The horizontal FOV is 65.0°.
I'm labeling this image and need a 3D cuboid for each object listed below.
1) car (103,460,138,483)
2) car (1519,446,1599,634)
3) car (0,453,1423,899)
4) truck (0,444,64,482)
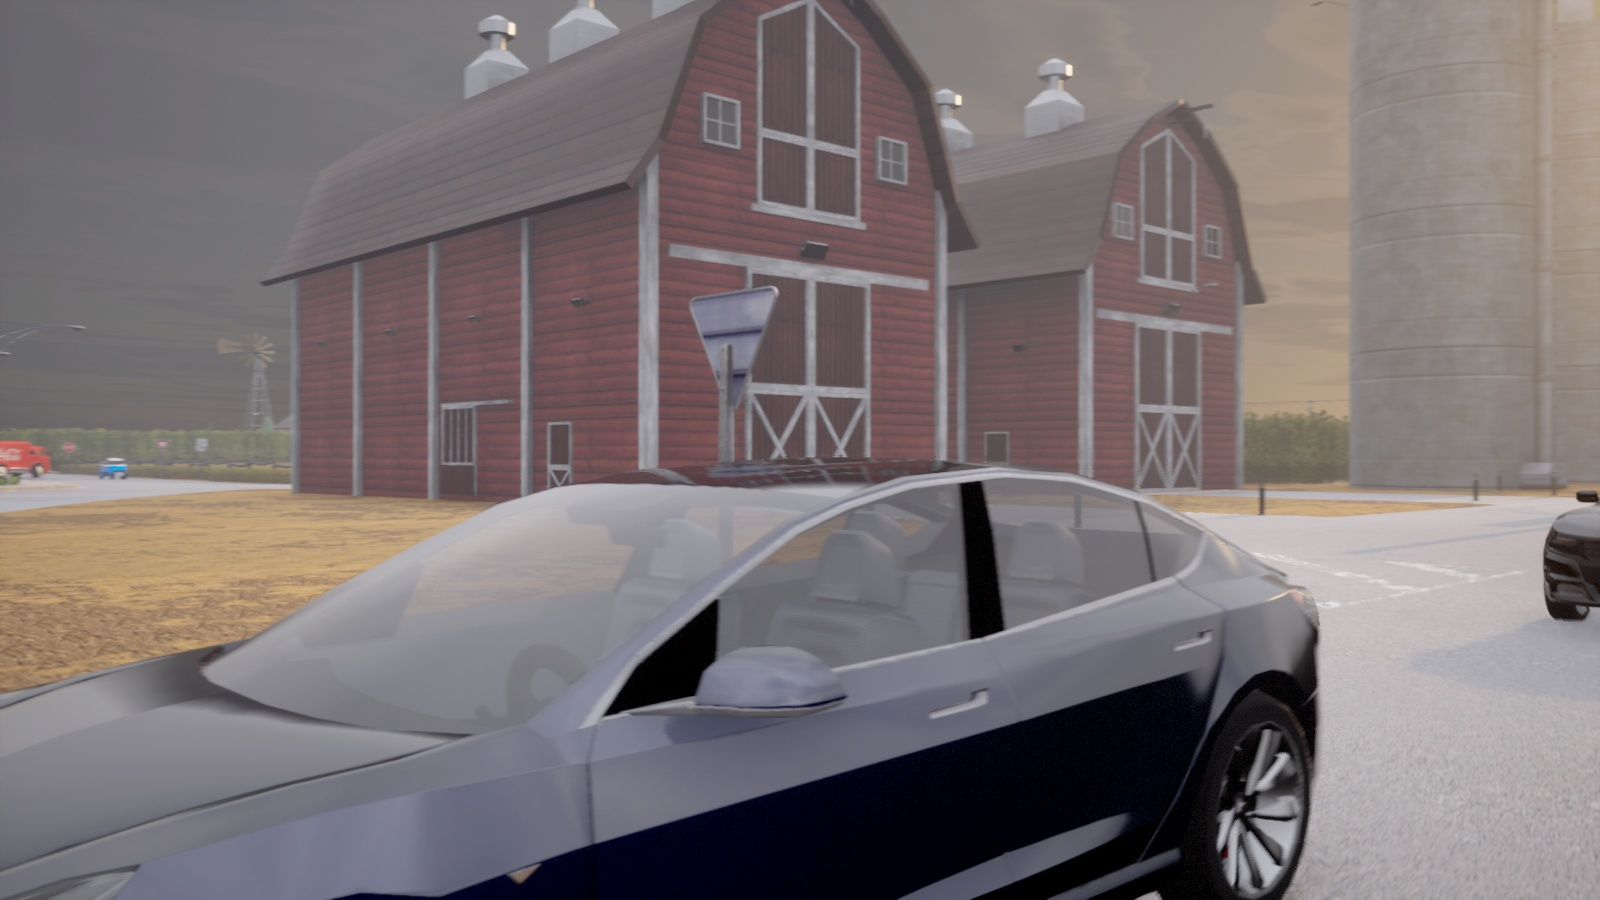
[{"bbox_3d":[-43.468,1.357,80.371,1.481,1.376,2.207,0,0,-42],"label":"car"},{"bbox_3d":[8.620,0.733,11.665,5.008,1.535,1.882,0,0,-42],"label":"car"},{"bbox_3d":[-0.299,0.759,3.663,4.792,1.488,2.163,0,0,-42],"label":"car"},{"bbox_3d":[-51.960,0.846,82.993,2.627,2.467,5.204,1,0,20],"label":"truck"}]
